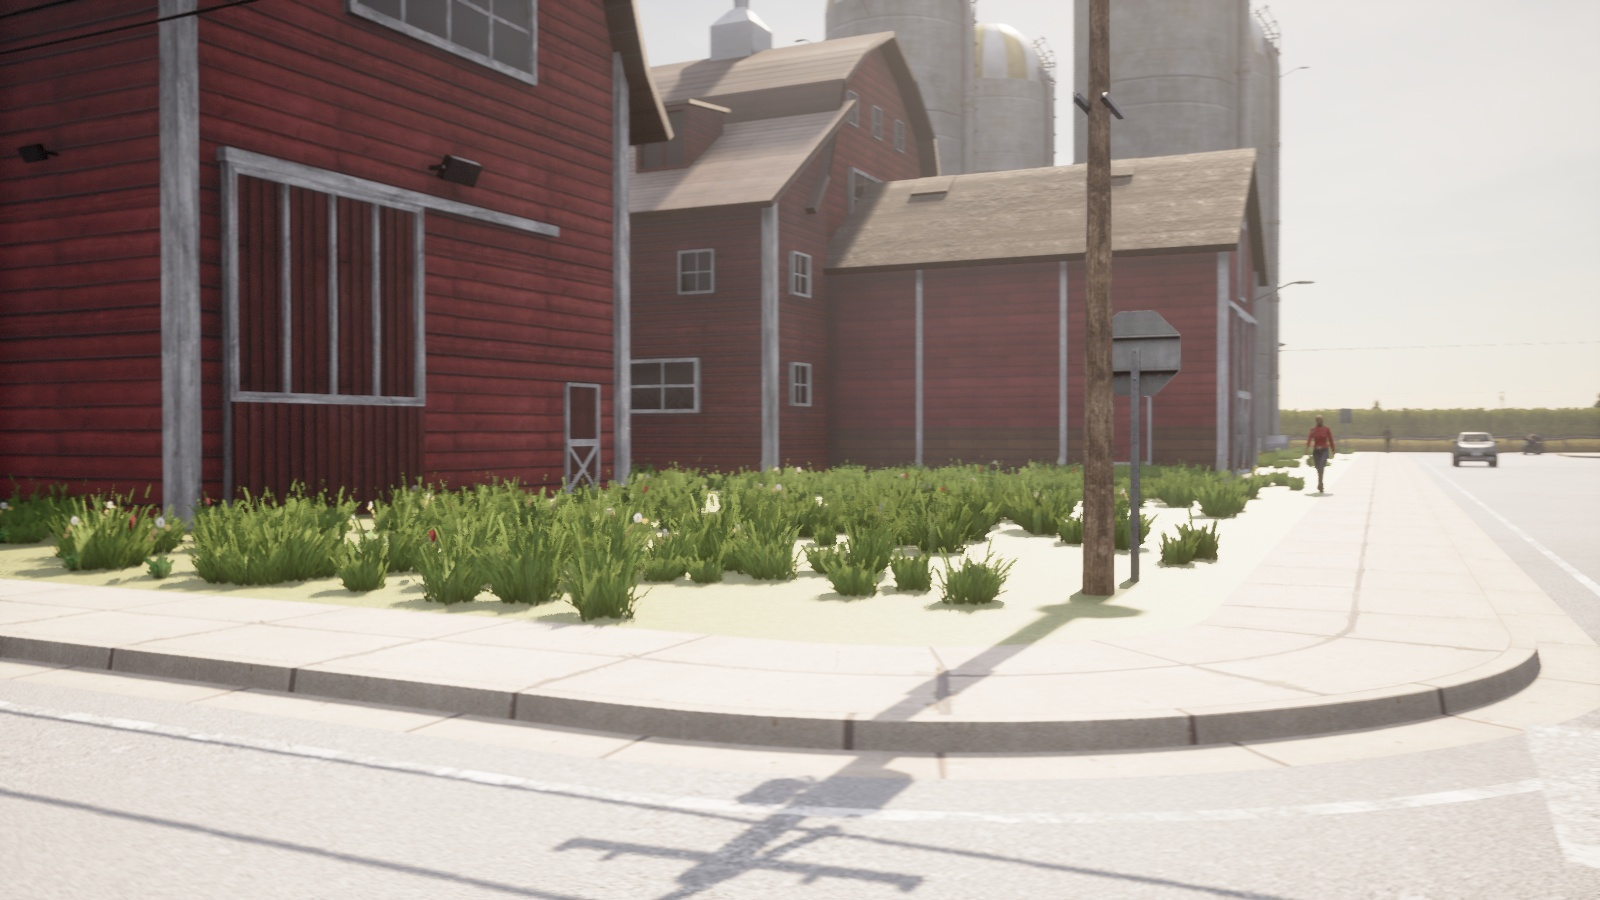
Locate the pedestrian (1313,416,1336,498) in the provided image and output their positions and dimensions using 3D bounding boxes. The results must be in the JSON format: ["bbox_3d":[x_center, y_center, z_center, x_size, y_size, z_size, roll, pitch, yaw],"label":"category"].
[{"bbox_3d":[11.903,0.151,28.499,0.331,1.846,0.636,1,1,35],"label":"pedestrian"}]

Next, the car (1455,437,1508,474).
[{"bbox_3d":[29.976,0.203,55.309,1.789,1.549,3.705,1,1,25],"label":"car"}]

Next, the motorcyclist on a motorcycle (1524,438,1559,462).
[{"bbox_3d":[48.071,-0.003,81.437,2.191,1.530,0.866,0,3,-29],"label":"motorcyclist on a motorcycle"}]

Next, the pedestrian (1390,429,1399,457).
[{"bbox_3d":[38.750,-0.441,81.845,0.328,1.805,0.869,1,1,42],"label":"pedestrian"}]
